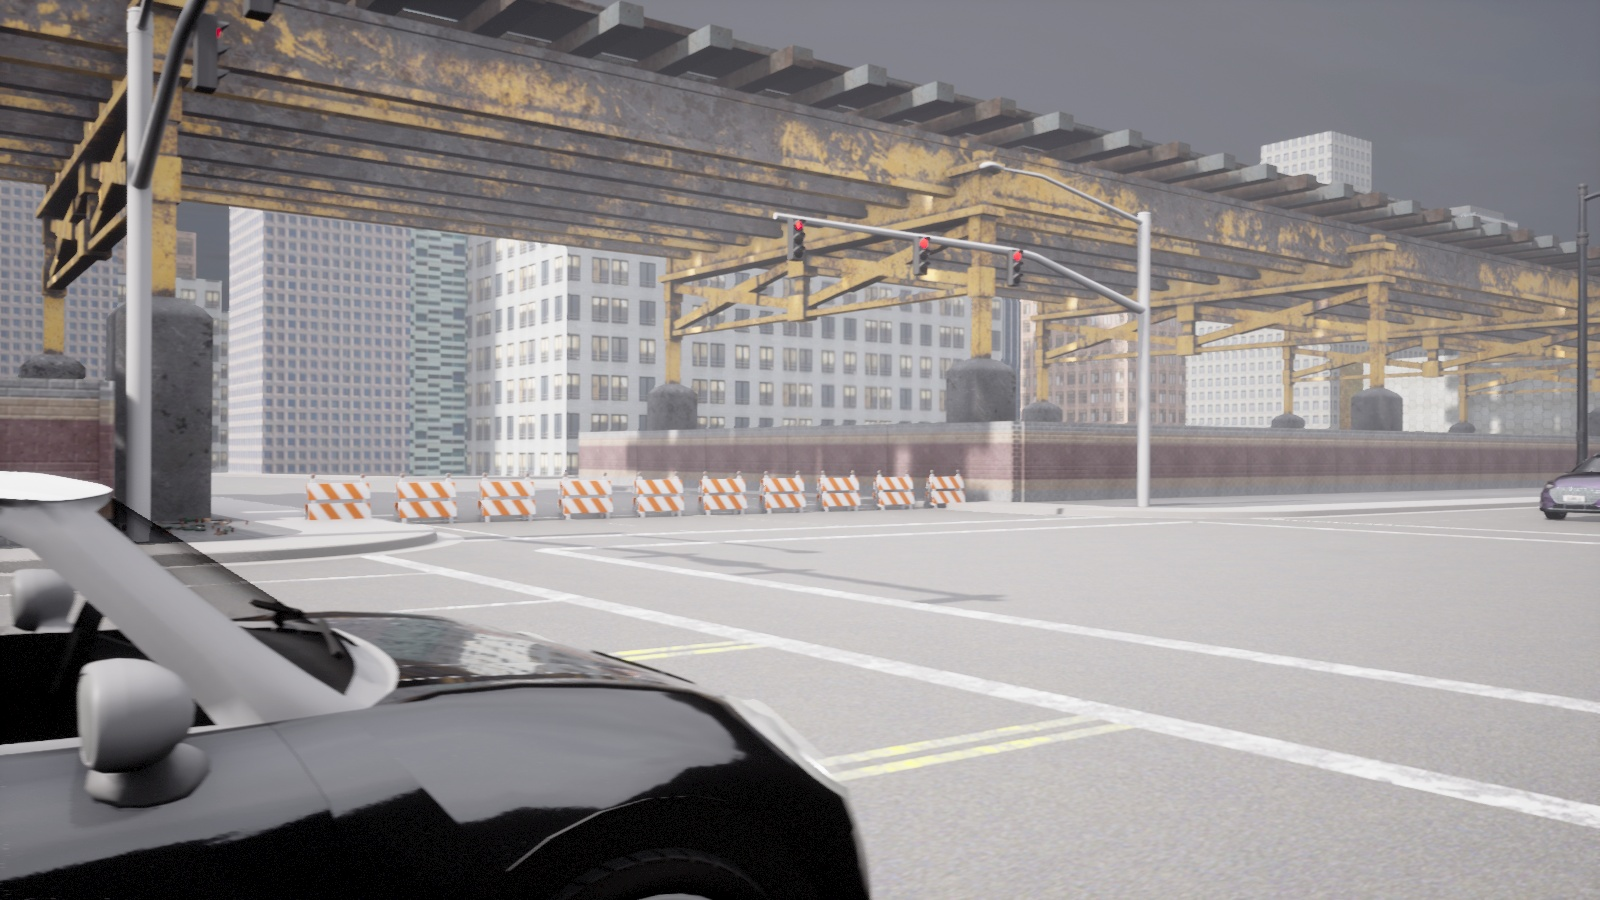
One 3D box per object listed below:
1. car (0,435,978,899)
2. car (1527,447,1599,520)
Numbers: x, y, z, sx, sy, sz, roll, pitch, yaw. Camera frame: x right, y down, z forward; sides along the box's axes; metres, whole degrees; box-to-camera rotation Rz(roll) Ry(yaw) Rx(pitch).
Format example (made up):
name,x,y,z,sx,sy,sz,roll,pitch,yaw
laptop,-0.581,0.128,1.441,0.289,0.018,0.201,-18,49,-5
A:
name,x,y,z,sx,sy,sz,roll,pitch,yaw
car,-1.737,0.720,2.450,3.806,1.475,1.970,0,0,-35
car,19.754,0.764,30.224,4.856,1.649,2.033,0,0,-35
